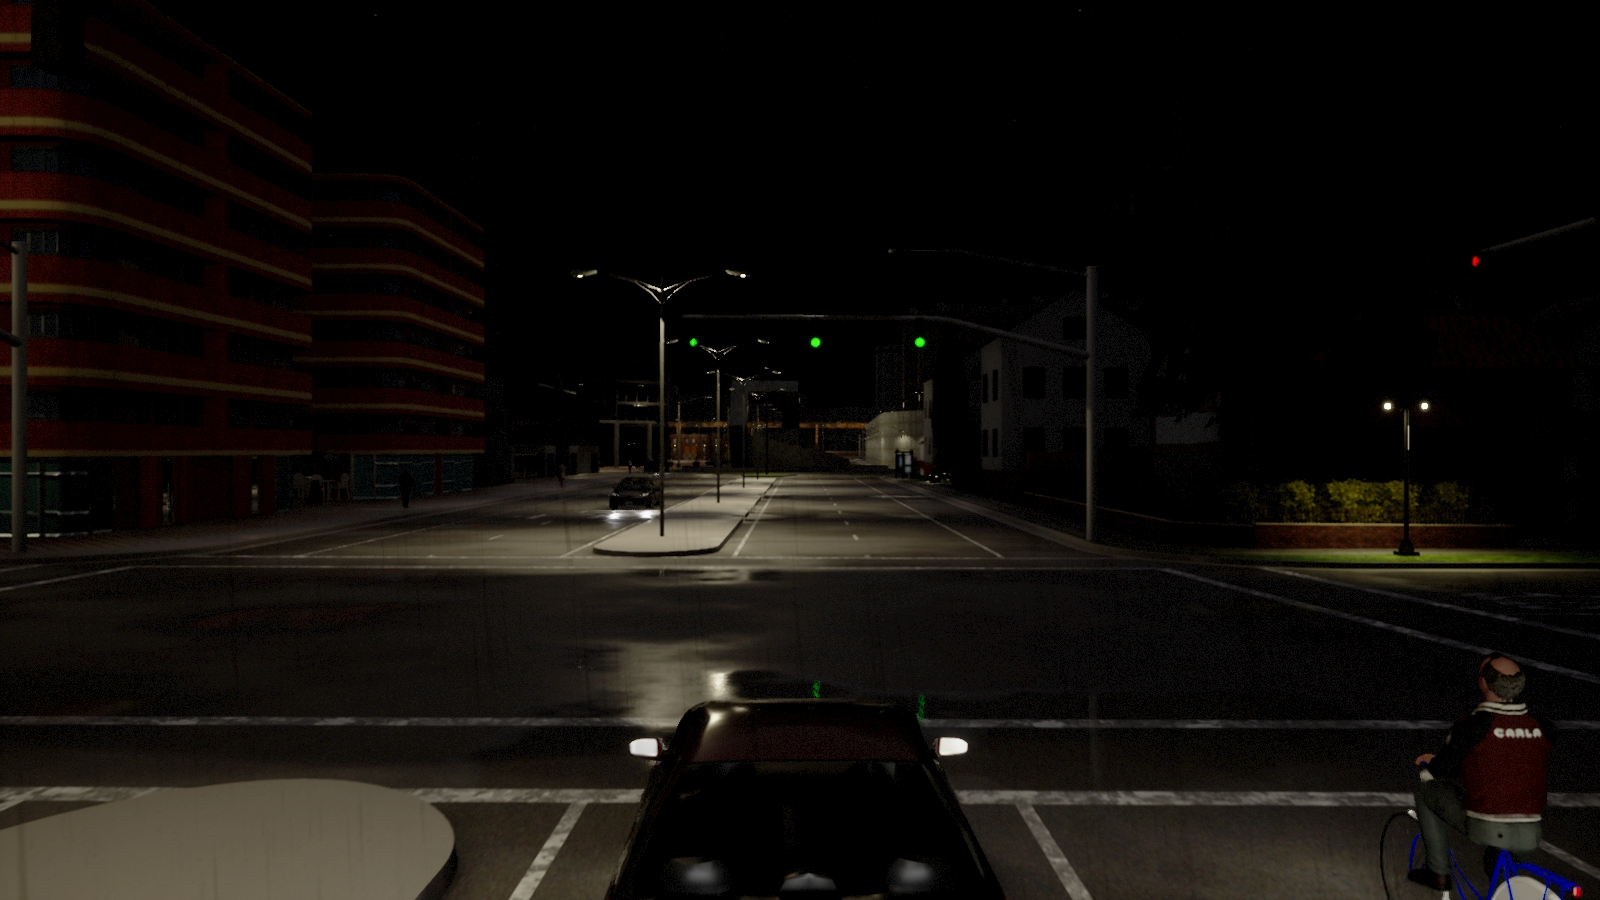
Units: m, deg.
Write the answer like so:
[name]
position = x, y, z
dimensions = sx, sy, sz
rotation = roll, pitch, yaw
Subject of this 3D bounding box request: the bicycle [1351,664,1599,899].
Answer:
[bicycle]
position = 3.501, 2.048, 6.009
dimensions = 0.329, 1.496, 1.835
rotation = 0, 0, 0

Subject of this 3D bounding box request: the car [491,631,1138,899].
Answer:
[car]
position = 0.011, 2.040, 5.800
dimensions = 2.007, 1.525, 4.514
rotation = 0, 0, -1
